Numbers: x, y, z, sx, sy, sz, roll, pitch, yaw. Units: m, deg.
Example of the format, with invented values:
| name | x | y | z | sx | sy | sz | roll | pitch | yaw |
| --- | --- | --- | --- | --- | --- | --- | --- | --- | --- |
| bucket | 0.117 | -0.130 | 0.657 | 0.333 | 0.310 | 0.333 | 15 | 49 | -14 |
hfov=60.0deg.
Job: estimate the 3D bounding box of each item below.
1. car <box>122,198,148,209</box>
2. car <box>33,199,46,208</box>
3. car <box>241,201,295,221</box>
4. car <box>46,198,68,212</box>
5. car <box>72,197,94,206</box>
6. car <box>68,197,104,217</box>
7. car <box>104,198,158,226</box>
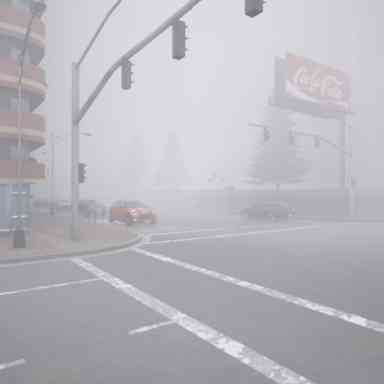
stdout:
| name | x | y | z | sx | sy | sz | roll | pitch | yaw |
| --- | --- | --- | --- | --- | --- | --- | --- | --- | --- |
| car | -8.241 | 1.564 | 47.576 | 1.812 | 1.442 | 4.674 | 0 | 0 | -36 |
| car | -21.246 | 1.620 | 47.374 | 1.895 | 1.301 | 4.718 | 0 | 0 | -35 |
| car | 6.163 | 1.543 | 27.568 | 1.837 | 1.490 | 4.892 | -1 | 0 | -36 |
| car | -15.310 | 1.497 | 39.114 | 1.882 | 1.535 | 5.008 | 0 | 0 | -36 |
| car | -18.213 | 1.579 | 55.377 | 2.033 | 1.411 | 5.357 | 0 | 0 | -36 |
| car | -9.641 | 1.510 | 31.270 | 2.128 | 1.511 | 4.902 | 0 | 0 | -36 |
| car | -4.305 | 1.371 | 23.903 | 2.097 | 1.767 | 4.553 | 0 | 0 | -36 |
